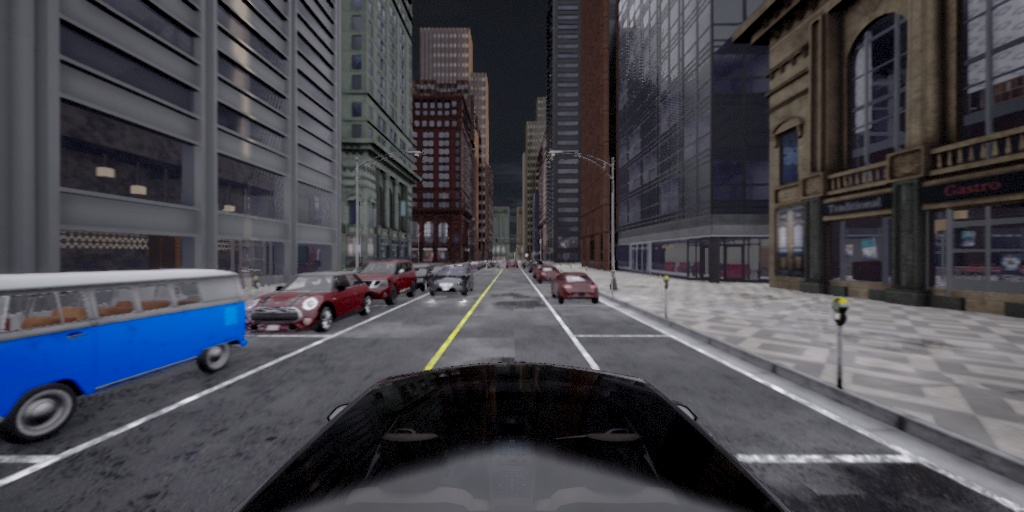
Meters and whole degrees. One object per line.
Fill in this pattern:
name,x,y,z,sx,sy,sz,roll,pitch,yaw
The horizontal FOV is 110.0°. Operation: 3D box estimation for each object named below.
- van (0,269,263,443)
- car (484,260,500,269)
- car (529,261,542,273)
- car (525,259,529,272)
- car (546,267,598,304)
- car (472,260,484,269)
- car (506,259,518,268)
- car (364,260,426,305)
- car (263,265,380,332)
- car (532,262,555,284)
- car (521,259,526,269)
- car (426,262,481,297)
van,-5.761,1.097,5.000,1.690,1.789,3.998,0,0,0
car,-3.029,1.435,59.885,1.994,1.385,4.181,0,0,1
car,2.774,1.389,33.186,1.802,1.307,4.207,0,0,0
car,3.016,1.338,44.677,1.837,1.490,4.892,0,0,0
car,2.768,1.358,16.277,1.802,1.307,4.207,0,0,0
car,-5.743,1.442,55.729,1.802,1.307,4.207,0,0,0
car,0.064,1.237,63.717,2.097,1.767,4.553,0,0,1
car,-5.757,1.091,16.274,2.192,1.841,5.009,0,0,0
car,-5.759,1.206,10.636,1.967,1.591,4.097,0,0,0
car,2.772,1.378,27.549,1.802,1.307,4.207,0,0,0
car,2.784,1.441,61.365,1.948,1.339,4.313,0,0,0
car,-3.093,1.273,19.223,2.128,1.511,4.902,0,0,0
